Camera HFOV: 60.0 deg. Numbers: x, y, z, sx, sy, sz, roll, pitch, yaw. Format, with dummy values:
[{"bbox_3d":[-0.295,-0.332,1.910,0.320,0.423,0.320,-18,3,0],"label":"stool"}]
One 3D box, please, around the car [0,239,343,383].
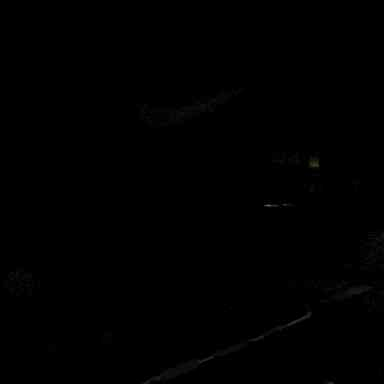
[{"bbox_3d":[-0.909,1.353,2.472,4.553,1.767,2.097,0,0,-36],"label":"car"}]
